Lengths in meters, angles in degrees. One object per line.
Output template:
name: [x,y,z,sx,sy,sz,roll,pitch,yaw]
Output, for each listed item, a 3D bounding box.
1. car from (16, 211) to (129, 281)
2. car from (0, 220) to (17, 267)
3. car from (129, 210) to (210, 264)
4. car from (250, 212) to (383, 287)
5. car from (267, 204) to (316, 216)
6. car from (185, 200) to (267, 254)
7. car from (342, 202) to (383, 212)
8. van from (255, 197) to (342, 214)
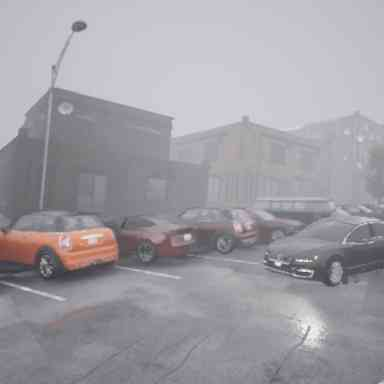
car: [-4.397,1.346,10.006,4.553,1.767,2.185,-1,-1,34]
car: [-6.767,1.500,8.259,4.792,1.488,2.163,-1,-1,34]
car: [-2.069,1.503,11.789,4.792,1.488,2.163,-1,-1,34]
car: [4.217,1.506,9.338,4.892,1.490,1.837,0,0,-30]
car: [2.705,1.475,15.277,5.008,1.535,2.097,-1,-1,34]
car: [0.355,1.348,13.504,4.553,1.767,2.185,-1,-1,34]
car: [7.606,1.471,18.644,5.366,1.575,1.946,-1,-1,34]
van: [4.982,1.252,17.079,4.442,1.987,1.878,-1,-1,34]
